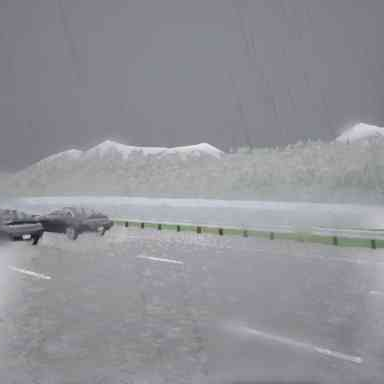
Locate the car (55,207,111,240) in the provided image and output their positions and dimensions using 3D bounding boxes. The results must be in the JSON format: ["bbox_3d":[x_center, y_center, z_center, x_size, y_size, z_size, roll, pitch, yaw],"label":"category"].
[{"bbox_3d":[-6.236,1.495,16.916,4.902,1.511,2.128,0,0,36],"label":"car"}]

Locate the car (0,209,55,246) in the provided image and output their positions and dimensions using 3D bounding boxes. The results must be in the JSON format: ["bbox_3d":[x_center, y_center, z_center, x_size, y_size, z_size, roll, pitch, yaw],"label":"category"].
[{"bbox_3d":[-8.269,1.495,14.066,4.902,1.511,2.128,0,0,36],"label":"car"}]
